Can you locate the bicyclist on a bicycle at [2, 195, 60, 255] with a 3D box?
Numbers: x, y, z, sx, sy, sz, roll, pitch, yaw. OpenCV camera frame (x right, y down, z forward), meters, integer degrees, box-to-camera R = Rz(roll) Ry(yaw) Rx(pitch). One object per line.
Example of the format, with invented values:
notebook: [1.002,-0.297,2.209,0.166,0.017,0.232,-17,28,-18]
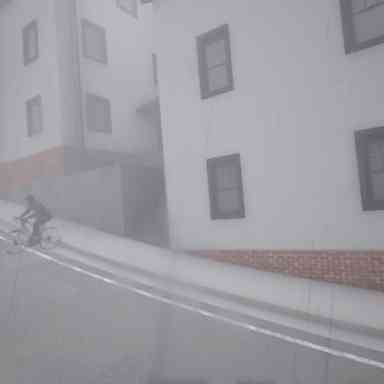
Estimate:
bicyclist on a bicycle: [-4.430,0.901,9.342,0.582,1.620,1.656,7,4,37]
